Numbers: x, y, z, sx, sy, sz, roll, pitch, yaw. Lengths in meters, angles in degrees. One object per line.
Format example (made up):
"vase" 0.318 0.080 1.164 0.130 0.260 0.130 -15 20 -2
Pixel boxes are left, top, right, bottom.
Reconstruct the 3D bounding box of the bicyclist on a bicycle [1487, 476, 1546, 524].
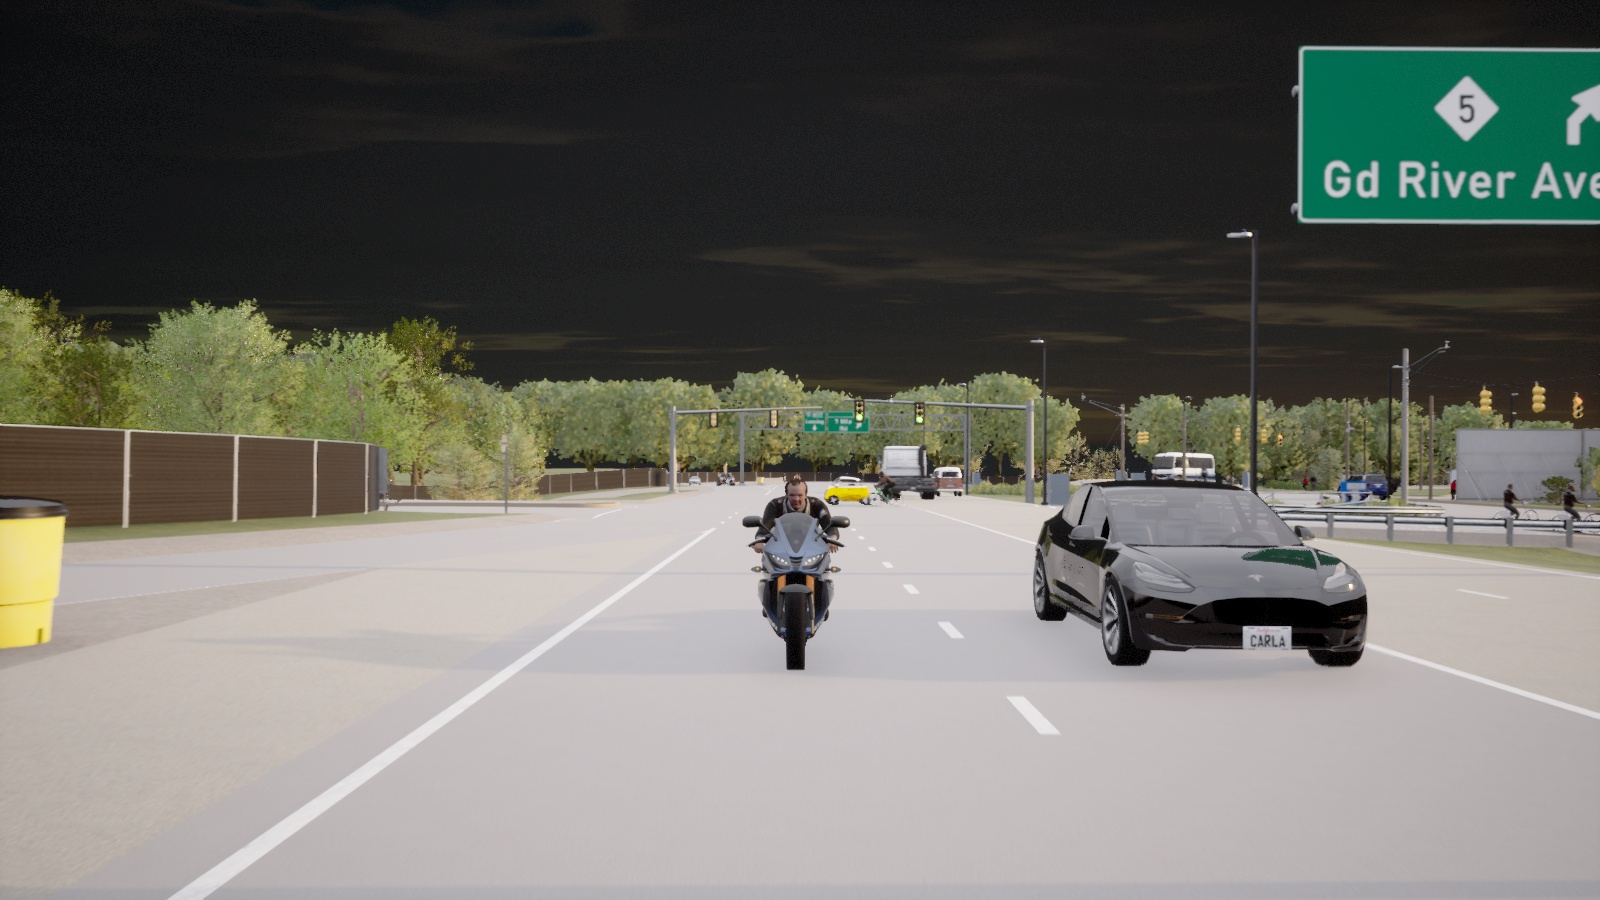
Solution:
"bicyclist on a bicycle" 27.960 1.952 49.006 1.843 1.776 0.659 -3 0 -4

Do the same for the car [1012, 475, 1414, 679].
"car" 3.472 0.993 11.729 2.163 1.488 4.792 0 -1 0

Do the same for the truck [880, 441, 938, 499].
"truck" 6.808 1.294 79.512 2.891 3.462 7.936 0 -1 0

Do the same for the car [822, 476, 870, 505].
"car" 2.182 1.934 60.007 2.207 1.376 1.481 0 -1 -1

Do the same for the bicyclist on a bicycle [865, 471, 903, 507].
"bicyclist on a bicycle" 3.770 1.743 56.534 1.656 1.620 0.582 -1 -1 -1

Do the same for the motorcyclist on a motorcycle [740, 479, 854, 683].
"motorcyclist on a motorcycle" -0.025 1.024 10.655 0.866 1.530 2.191 0 -1 0

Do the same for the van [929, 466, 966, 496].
"van" 10.291 2.147 88.072 2.069 2.038 4.480 0 -1 0

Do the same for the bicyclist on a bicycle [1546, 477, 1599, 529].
"bicyclist on a bicycle" 28.012 1.897 45.190 1.843 1.776 0.659 -3 -1 6
